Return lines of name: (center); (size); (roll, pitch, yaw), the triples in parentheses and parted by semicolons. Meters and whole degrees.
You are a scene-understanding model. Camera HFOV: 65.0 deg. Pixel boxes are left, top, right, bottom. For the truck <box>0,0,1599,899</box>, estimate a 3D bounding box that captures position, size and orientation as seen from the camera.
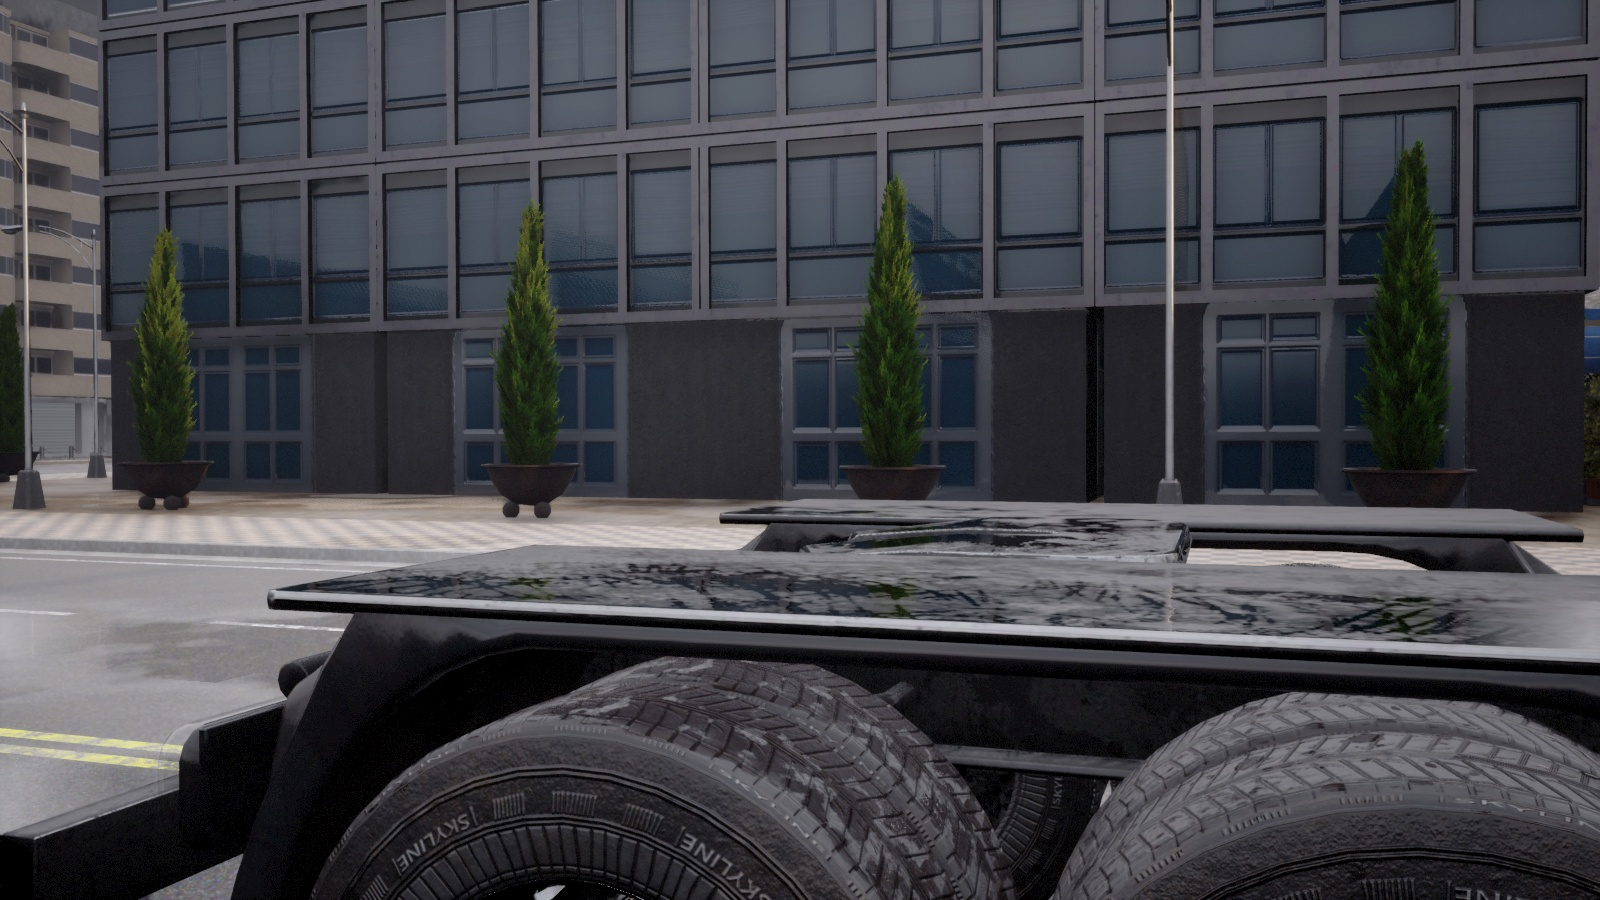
truck: (2.642, -0.182, 2.289); (7.936, 3.462, 2.891); (1, 1, 19)
